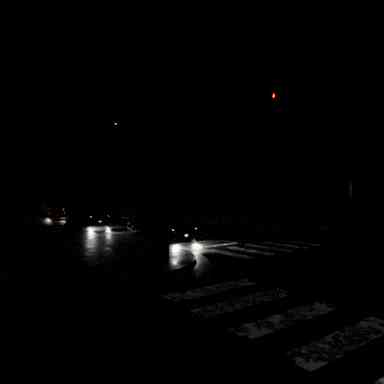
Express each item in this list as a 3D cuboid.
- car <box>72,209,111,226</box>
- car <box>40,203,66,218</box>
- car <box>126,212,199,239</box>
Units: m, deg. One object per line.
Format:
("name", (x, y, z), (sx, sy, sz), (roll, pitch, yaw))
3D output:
("car", (-8.512, 2.067, 28.059), (1.895, 1.301, 4.718), (0, -1, -35))
("car", (-16.438, 2.059, 39.252), (2.097, 1.767, 4.553), (0, -1, -35))
("car", (-1.842, 1.814, 18.686), (2.033, 1.411, 5.357), (0, -1, -36))
